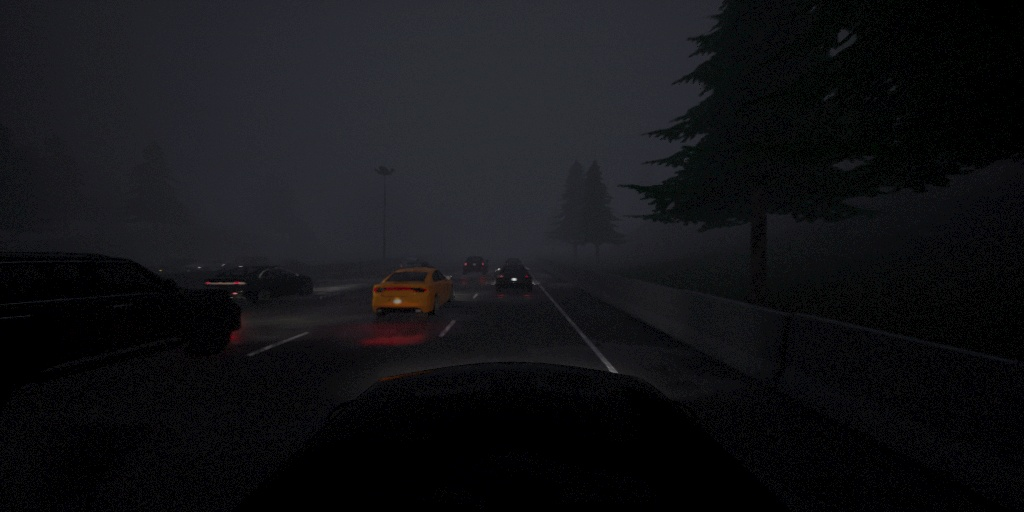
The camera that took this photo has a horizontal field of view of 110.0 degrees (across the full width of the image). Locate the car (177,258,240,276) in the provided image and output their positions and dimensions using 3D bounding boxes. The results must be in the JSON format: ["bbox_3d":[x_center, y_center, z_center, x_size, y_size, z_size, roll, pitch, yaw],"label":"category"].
[{"bbox_3d":[-28.067,0.957,33.381,1.812,1.442,4.674,0,1,0],"label":"car"}]

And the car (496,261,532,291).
[{"bbox_3d":[0.114,1.180,20.800,1.994,1.385,4.181,0,1,0],"label":"car"}]

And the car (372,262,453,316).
[{"bbox_3d":[-3.391,1.167,13.099,1.882,1.535,5.008,0,1,0],"label":"car"}]

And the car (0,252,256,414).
[{"bbox_3d":[-6.898,0.959,5.290,2.150,2.045,5.566,0,0,0],"label":"car"}]

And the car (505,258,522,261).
[{"bbox_3d":[0.127,0.918,37.937,1.994,1.385,4.181,0,1,0],"label":"car"}]

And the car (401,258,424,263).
[{"bbox_3d":[-6.882,1.094,26.201,2.033,1.411,5.357,0,1,0],"label":"car"}]

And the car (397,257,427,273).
[{"bbox_3d":[-10.373,0.885,37.565,1.812,1.442,4.674,0,1,0],"label":"car"}]

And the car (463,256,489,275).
[{"bbox_3d":[-3.375,0.770,34.335,2.097,1.767,4.553,0,1,0],"label":"car"}]

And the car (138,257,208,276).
[{"bbox_3d":[-31.565,0.932,33.627,1.837,1.490,4.892,0,1,0],"label":"car"}]

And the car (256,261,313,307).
[{"bbox_3d":[-10.389,1.164,15.106,2.128,1.511,4.902,0,1,0],"label":"car"}]

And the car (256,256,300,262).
[{"bbox_3d":[-21.069,0.958,33.368,1.812,1.442,4.674,0,1,0],"label":"car"}]
